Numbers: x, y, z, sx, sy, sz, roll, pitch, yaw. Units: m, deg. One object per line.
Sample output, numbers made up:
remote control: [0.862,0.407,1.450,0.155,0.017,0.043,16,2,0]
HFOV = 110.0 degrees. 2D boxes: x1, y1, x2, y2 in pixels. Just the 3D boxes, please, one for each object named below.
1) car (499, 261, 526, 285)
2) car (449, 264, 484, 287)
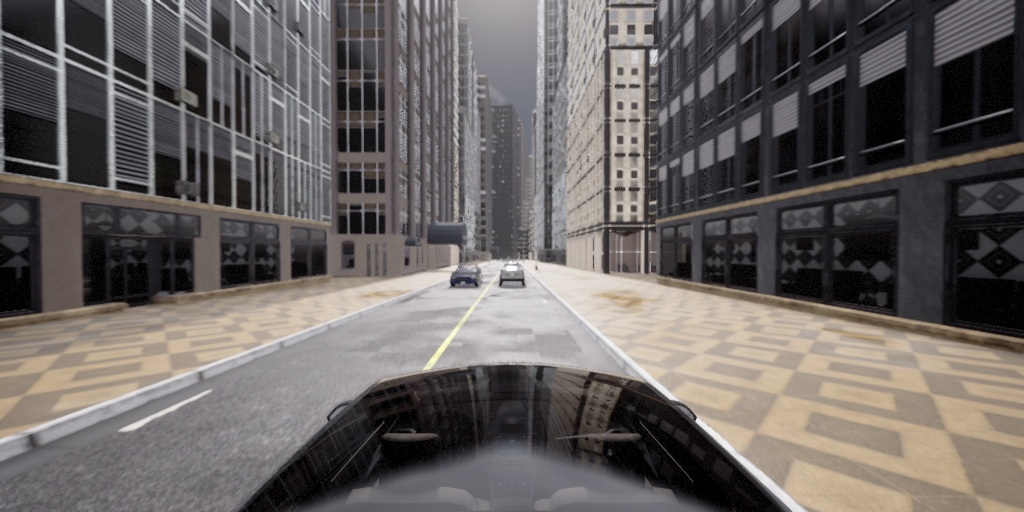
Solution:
car: [0.025,1.275,25.802,2.033,1.411,5.357,0,0,1]
car: [-3.004,1.276,24.741,2.033,1.411,5.357,0,0,0]
